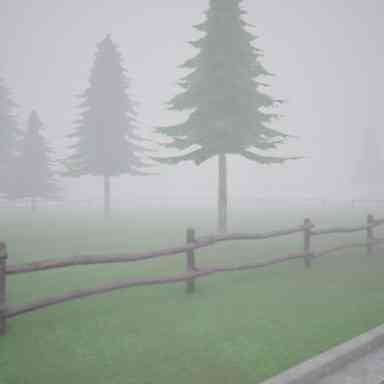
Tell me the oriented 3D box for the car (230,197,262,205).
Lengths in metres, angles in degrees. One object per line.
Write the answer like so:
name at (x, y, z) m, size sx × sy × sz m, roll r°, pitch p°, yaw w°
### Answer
car at (9.092, 1.579, 57.563) m, size 4.718 × 1.301 × 1.895 m, roll 0°, pitch 0°, yaw 25°

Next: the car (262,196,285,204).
car at (13.902, 1.453, 58.705) m, size 5.008 × 1.535 × 1.882 m, roll 0°, pitch 0°, yaw 30°
